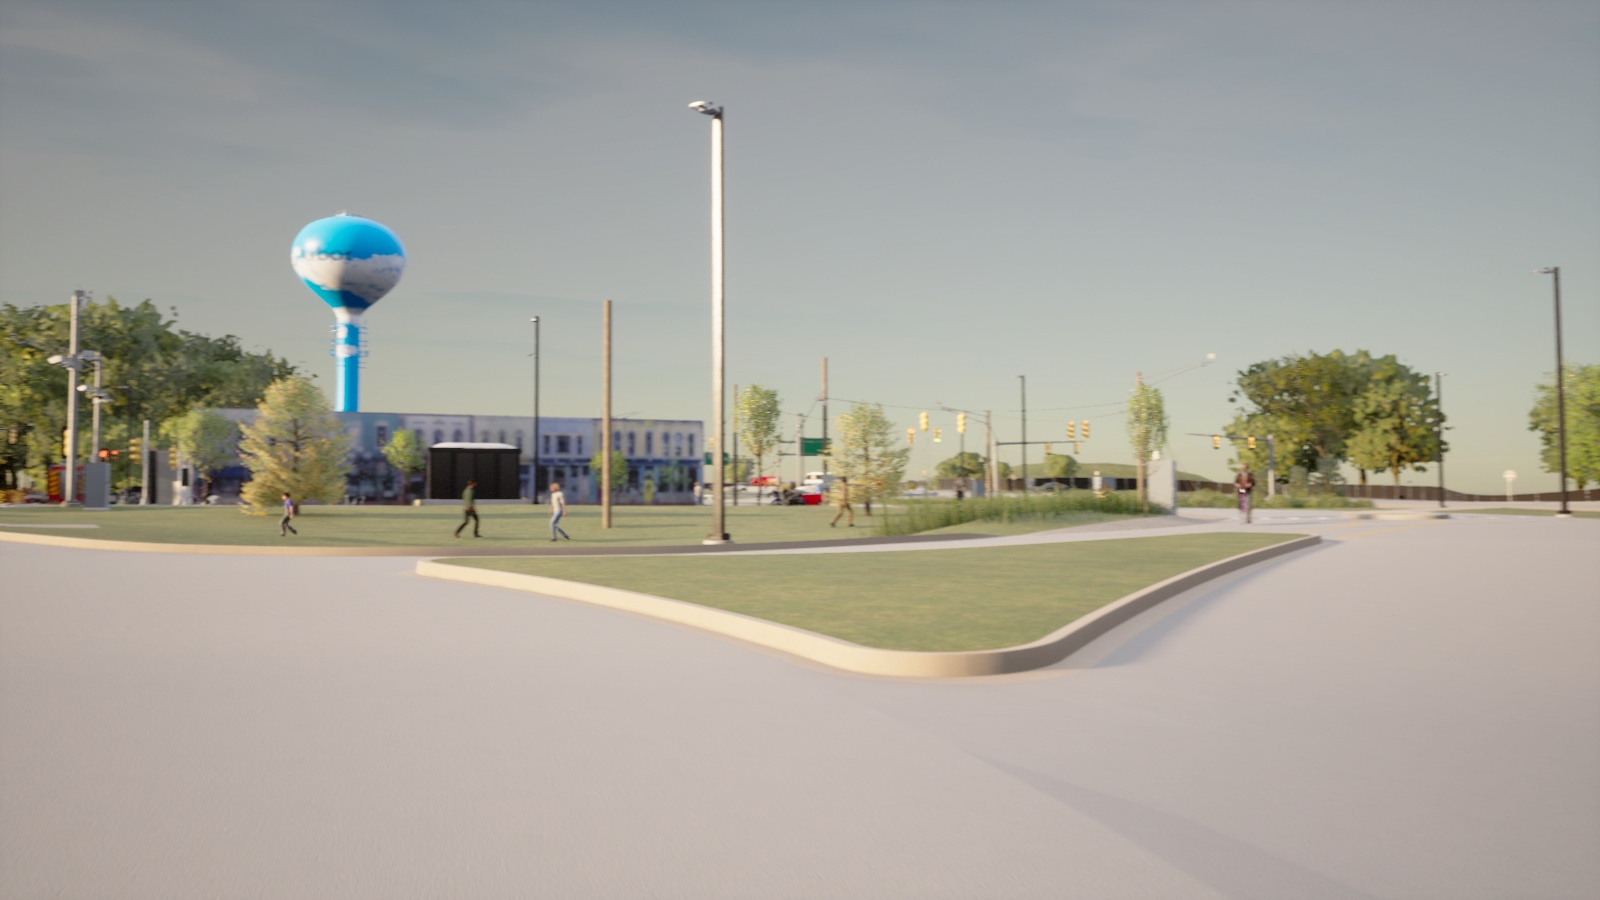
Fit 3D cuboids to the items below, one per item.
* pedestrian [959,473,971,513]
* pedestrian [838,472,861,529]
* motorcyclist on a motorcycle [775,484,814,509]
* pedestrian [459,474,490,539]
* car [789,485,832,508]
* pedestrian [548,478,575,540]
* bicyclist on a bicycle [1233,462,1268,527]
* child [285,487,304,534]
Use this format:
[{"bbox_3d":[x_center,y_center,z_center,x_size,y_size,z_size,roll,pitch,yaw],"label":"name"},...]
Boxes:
[{"bbox_3d":[7.519,1.962,57.251,0.345,1.836,0.594,1,-3,-17],"label":"pedestrian"},{"bbox_3d":[1.684,1.722,43.040,0.692,1.930,0.396,1,-3,-19],"label":"pedestrian"},{"bbox_3d":[-0.342,2.848,76.794,2.191,1.530,0.866,-1,-3,-10],"label":"motorcyclist on a motorcycle"},{"bbox_3d":[-9.740,1.690,37.611,0.788,1.949,0.423,2,-3,-30],"label":"pedestrian"},{"bbox_3d":[0.673,2.940,78.818,2.207,1.376,1.481,1,-3,-39],"label":"car"},{"bbox_3d":[-7.144,1.773,37.552,0.706,1.836,0.354,1,-3,-29],"label":"pedestrian"},{"bbox_3d":[12.545,1.236,34.949,0.659,1.776,1.843,-2,-2,27],"label":"bicyclist on a bicycle"},{"bbox_3d":[-13.670,1.628,33.960,0.437,1.263,0.270,1,-3,-29],"label":"child"}]
